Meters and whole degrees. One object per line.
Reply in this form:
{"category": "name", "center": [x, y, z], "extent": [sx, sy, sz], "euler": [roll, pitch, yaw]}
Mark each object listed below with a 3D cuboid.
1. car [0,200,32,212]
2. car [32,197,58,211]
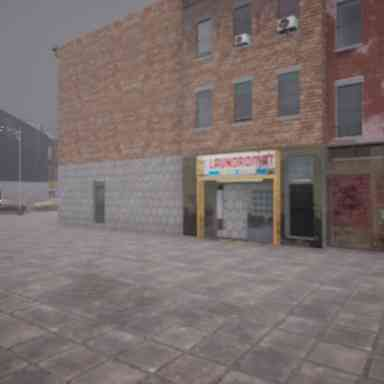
{"category": "car", "center": [-18.285, 1.408, 32.208], "extent": [1.802, 1.307, 4.206], "euler": [1, 2, 36]}
{"category": "car", "center": [-15.171, 1.236, 36.571], "extent": [1.752, 1.417, 4.829], "euler": [1, 2, 36]}
